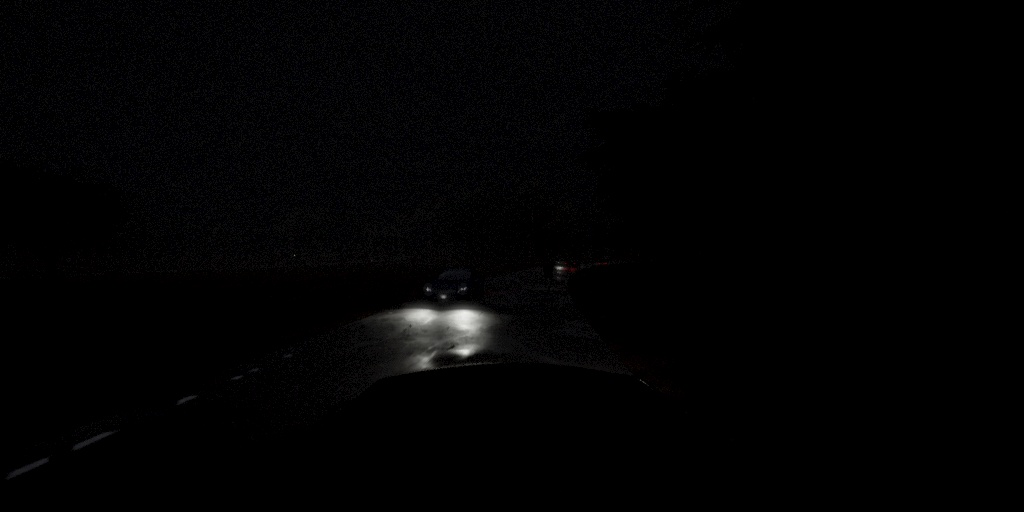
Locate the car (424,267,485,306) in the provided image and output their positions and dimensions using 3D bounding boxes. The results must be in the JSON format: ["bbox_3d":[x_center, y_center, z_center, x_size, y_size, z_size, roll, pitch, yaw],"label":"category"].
[{"bbox_3d":[-2.340,1.230,15.644,1.812,1.442,4.674,0,0,5],"label":"car"}]

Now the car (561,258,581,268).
[{"bbox_3d":[9.121,1.088,53.597,1.895,1.301,4.718,0,1,20],"label":"car"}]

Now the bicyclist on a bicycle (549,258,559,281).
[{"bbox_3d":[3.339,1.038,28.638,0.659,1.776,1.843,0,1,10],"label":"bicyclist on a bicycle"}]

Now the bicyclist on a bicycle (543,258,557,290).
[{"bbox_3d":[2.023,1.078,19.884,0.659,1.776,1.843,0,0,7],"label":"bicyclist on a bicycle"}]

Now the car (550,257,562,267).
[{"bbox_3d":[7.141,0.944,57.200,1.837,1.490,4.892,0,1,21],"label":"car"}]
